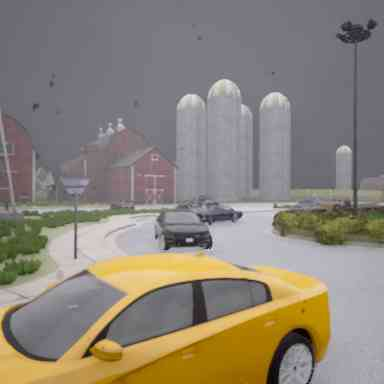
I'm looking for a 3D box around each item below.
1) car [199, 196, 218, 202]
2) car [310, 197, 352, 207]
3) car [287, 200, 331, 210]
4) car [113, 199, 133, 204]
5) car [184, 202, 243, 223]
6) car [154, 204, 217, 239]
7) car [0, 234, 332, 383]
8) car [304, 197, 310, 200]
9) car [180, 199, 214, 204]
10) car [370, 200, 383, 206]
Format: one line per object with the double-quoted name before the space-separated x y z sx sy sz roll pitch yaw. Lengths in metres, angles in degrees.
"car" 2.388 1.473 48.477 1.905 1.878 3.866 0 0 -34
"car" 18.285 1.530 43.301 1.932 1.855 4.605 0 0 -34
"car" 11.075 1.716 32.300 4.181 1.385 1.994 0 0 -35
"car" -8.415 1.589 40.389 1.816 1.474 4.193 0 0 -34
"car" 1.733 1.685 24.798 1.895 1.301 4.718 0 0 43
"car" -0.569 1.519 14.673 1.882 1.535 5.008 0 0 -11
"car" -0.583 1.485 3.571 5.008 1.535 1.882 0 0 -34
"car" 22.357 1.778 62.156 2.242 1.667 4.611 0 0 -34
"car" -0.160 1.613 30.449 1.784 1.438 3.905 0 0 -34
"car" 23.890 1.746 40.649 4.892 1.490 1.837 1 -1 -23
